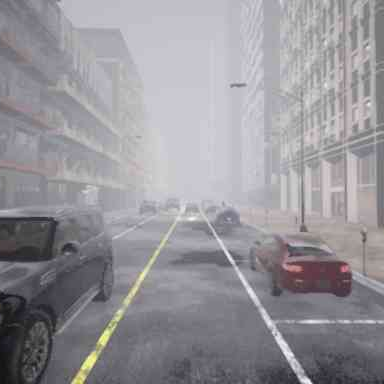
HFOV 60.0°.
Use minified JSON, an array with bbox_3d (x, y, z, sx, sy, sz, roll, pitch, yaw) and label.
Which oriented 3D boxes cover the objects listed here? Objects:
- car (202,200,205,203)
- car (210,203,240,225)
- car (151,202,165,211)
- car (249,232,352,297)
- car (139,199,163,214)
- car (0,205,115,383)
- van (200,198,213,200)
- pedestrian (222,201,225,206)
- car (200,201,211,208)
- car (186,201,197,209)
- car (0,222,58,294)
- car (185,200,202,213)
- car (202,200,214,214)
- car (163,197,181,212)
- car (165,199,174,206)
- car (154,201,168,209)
[{"bbox_3d":[2.545,2.137,47.324,1.802,1.307,4.206,1,-1,0],"label":"car"},{"bbox_3d":[2.735,1.832,26.703,1.812,1.442,4.674,0,-1,0],"label":"car"},{"bbox_3d":[-5.338,2.208,52.842,1.802,1.307,4.206,1,-1,0],"label":"car"},{"bbox_3d":[2.569,1.679,8.577,1.802,1.307,4.206,1,-1,0],"label":"car"},{"bbox_3d":[-5.329,1.802,41.775,2.192,1.841,5.009,1,-1,0],"label":"car"},{"bbox_3d":[-2.854,1.285,5.610,2.150,2.045,5.566,0,-1,0],"label":"car"},{"bbox_3d":[2.544,1.967,52.860,1.690,1.788,3.998,1,-1,0],"label":"van"},{"bbox_3d":[2.734,1.633,29.551,0.375,1.860,0.375,1,-1,0],"label":"pedestrian"},{"bbox_3d":[2.535,2.350,63.928,1.802,1.307,4.206,0,-1,0],"label":"car"},{"bbox_3d":[-0.034,2.322,60.280,1.895,1.301,4.718,0,-1,0],"label":"car"},{"bbox_3d":[-5.311,1.642,8.560,1.887,1.381,4.507,1,-1,0],"label":"car"},{"bbox_3d":[0.021,2.136,45.656,1.895,1.301,4.718,0,-1,1],"label":"car"},{"bbox_3d":[2.549,2.068,41.788,1.802,1.307,4.206,1,-1,0],"label":"car"},{"bbox_3d":[-2.853,1.810,49.665,2.150,2.045,5.566,0,-1,0],"label":"car"},{"bbox_3d":[-5.353,2.428,80.522,1.967,1.590,4.097,1,-1,0],"label":"car"},{"bbox_3d":[-5.341,2.247,58.378,2.008,1.369,4.403,1,-1,0],"label":"car"}]
